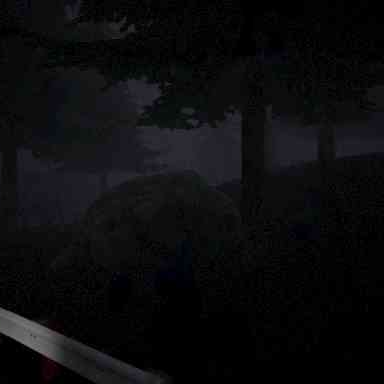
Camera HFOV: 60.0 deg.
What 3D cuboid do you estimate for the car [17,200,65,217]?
[{"bbox_3d":[-13.130,1.489,27.927,1.837,1.490,4.892,0,0,36],"label":"car"}]
